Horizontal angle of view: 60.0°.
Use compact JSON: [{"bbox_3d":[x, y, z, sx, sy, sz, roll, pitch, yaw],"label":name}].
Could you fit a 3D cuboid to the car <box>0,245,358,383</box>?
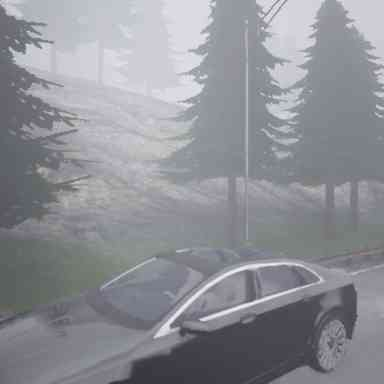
[{"bbox_3d":[0.084,1.491,4.049,4.902,1.511,2.128,0,0,-35],"label":"car"}]
